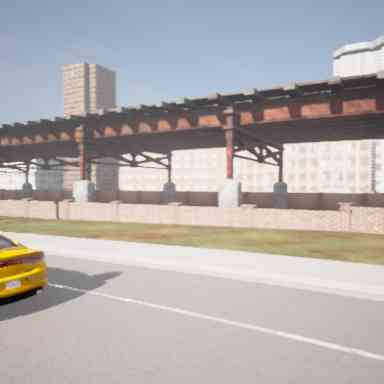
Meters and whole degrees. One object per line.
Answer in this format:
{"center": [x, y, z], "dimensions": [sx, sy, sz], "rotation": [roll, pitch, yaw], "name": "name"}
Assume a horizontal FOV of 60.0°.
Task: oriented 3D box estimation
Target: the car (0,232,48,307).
{"center": [-5.244, 1.499, 7.072], "dimensions": [5.008, 1.535, 1.882], "rotation": [-1, 0, 31], "name": "car"}
